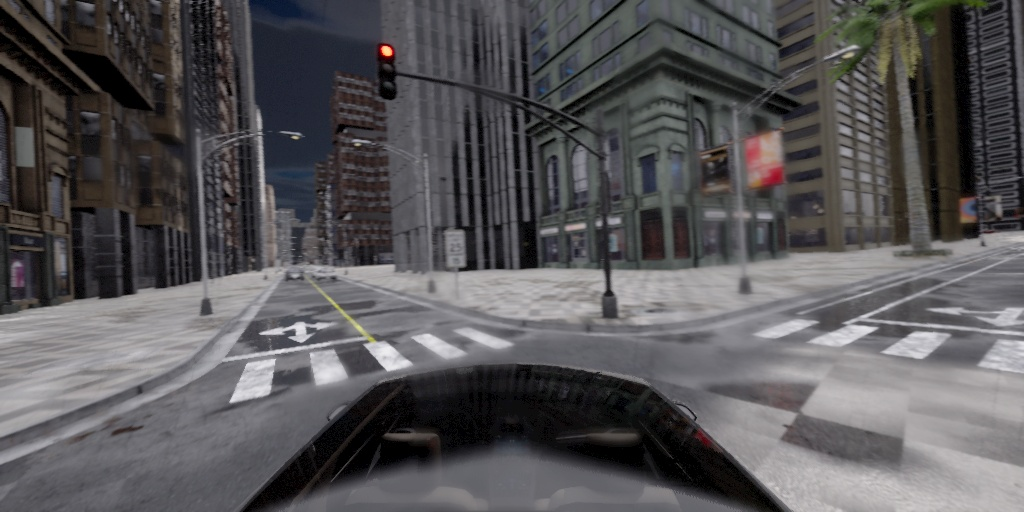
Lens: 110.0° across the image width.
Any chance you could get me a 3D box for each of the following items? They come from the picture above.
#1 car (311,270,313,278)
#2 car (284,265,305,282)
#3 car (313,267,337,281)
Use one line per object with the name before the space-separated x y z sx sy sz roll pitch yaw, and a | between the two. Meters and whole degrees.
car | -26.859 2.251 50.148 1.812 1.442 4.674 -3 1 -31
car | -25.973 2.216 42.917 2.128 1.511 4.902 -3 0 -31
car | -21.082 2.111 40.710 1.895 1.301 4.718 -3 0 -31
